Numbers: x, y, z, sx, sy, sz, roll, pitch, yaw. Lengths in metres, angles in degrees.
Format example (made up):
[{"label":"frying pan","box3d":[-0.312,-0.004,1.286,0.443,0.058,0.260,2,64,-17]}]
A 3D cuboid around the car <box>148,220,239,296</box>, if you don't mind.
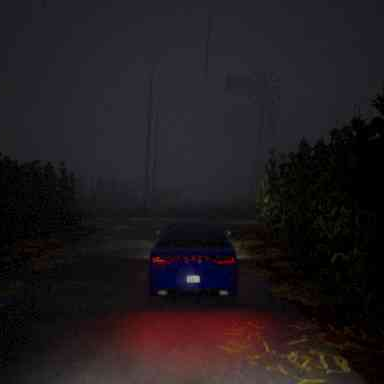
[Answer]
[{"label":"car","box3d":[0.039,1.466,8.660,1.882,1.535,5.008,0,0,0]}]
